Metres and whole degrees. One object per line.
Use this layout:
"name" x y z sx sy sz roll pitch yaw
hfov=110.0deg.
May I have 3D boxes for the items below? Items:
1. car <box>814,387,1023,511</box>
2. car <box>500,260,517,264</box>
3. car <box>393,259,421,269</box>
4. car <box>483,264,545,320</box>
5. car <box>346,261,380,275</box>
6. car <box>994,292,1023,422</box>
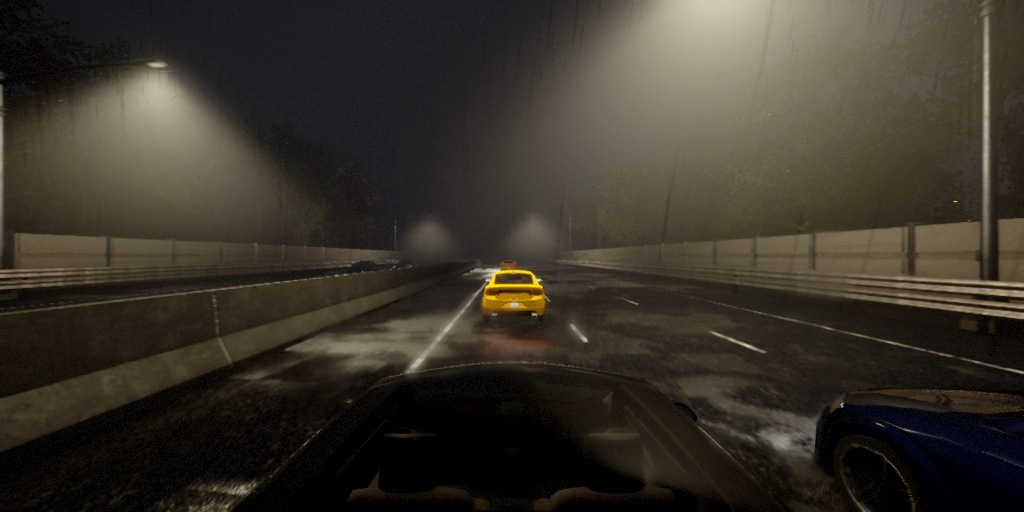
"car" 3.592 1.313 1.334 1.994 1.385 4.181 0 0 0
"car" -0.418 1.244 43.518 1.882 1.535 5.008 0 0 -1
"car" -10.985 1.113 37.784 2.097 1.767 4.553 0 0 -1
"car" 0.053 1.232 12.680 1.882 1.535 5.008 0 0 0
"car" -14.430 1.325 34.951 1.994 1.385 4.181 0 0 -1
"car" 7.092 1.226 2.066 1.882 1.535 5.008 0 0 0
